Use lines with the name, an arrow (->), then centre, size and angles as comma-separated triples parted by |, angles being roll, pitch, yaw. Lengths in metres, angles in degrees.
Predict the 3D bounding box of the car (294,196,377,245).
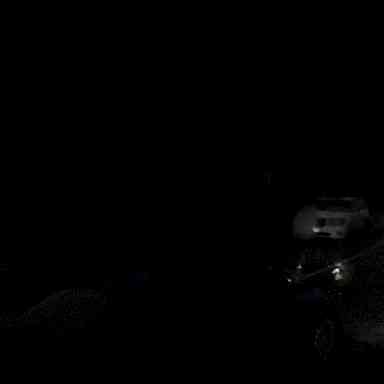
car -> 6.843, 1.221, 15.778 | 2.150, 2.045, 5.566 | 0, 0, 40

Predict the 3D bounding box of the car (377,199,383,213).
car -> 20.889, 1.508, 36.423 | 2.033, 1.411, 5.357 | 1, 0, 15

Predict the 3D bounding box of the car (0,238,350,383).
car -> -0.063, 1.537, 4.030 | 4.674, 1.442, 1.812 | 0, 0, -39
